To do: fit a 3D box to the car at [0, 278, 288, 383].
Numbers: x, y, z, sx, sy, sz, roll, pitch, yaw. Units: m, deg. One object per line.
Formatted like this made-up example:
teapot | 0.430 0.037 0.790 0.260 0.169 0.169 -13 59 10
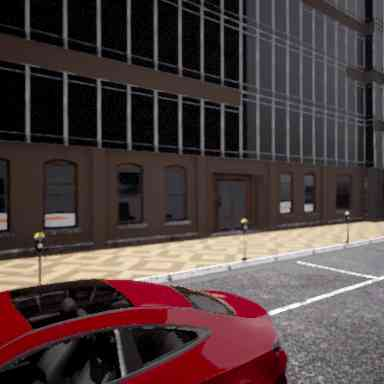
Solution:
car | -1.222 1.525 2.508 4.674 1.442 1.812 0 0 -35
